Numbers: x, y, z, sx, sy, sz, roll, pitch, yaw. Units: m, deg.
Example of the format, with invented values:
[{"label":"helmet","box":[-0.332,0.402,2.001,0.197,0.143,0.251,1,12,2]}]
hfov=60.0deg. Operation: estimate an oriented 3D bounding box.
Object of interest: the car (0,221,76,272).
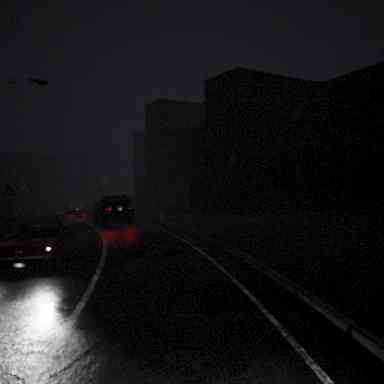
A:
[{"label":"car","box":[-5.134,1.682,11.113,1.895,1.301,4.718,-2,0,-13]}]

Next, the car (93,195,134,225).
[{"label":"car","box":[-6.026,1.293,25.160,2.150,2.045,5.566,-2,0,-25]}]

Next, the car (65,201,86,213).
[{"label":"car","box":[-14.423,1.815,40.898,1.812,1.442,4.674,-2,0,-27]}]
